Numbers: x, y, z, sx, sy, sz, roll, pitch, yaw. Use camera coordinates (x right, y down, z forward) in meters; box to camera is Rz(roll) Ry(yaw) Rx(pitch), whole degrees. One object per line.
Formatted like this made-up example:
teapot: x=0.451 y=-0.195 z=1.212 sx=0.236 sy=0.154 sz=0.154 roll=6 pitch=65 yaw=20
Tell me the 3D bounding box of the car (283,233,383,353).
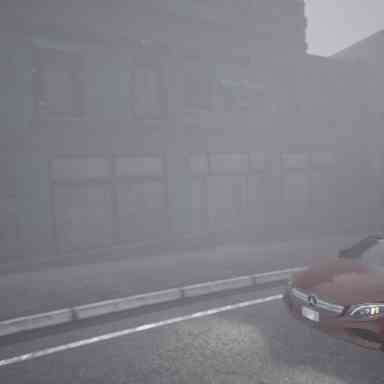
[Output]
car: x=3.763 y=1.455 z=5.776 sx=4.674 sy=1.442 sz=1.812 roll=-1 pitch=1 yaw=-27
